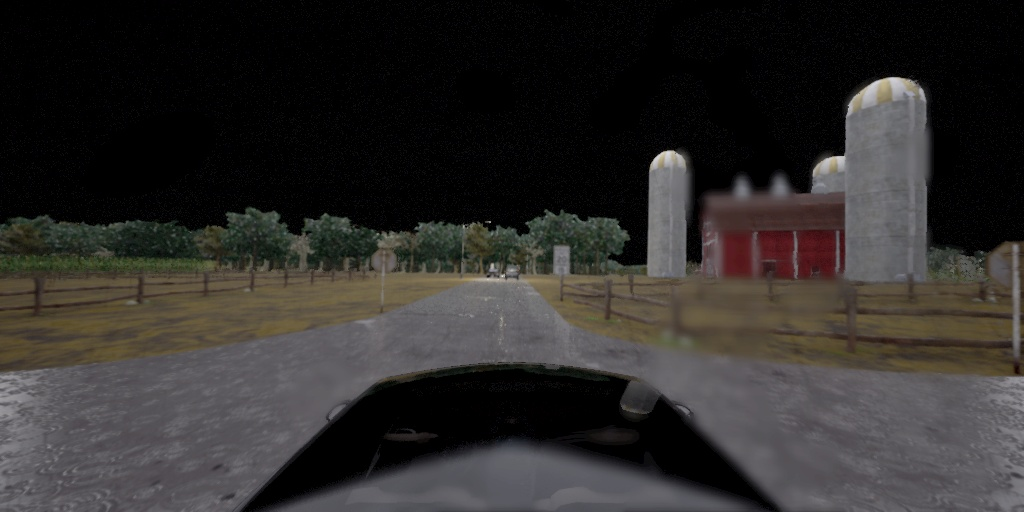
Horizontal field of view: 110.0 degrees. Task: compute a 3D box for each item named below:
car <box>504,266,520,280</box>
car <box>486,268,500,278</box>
[{"bbox_3d":[0.017,2.447,48.407,2.128,1.511,4.902,2,-2,0],"label":"car"},{"bbox_3d":[-2.735,2.571,53.417,2.033,1.411,5.357,2,-2,0],"label":"car"}]
